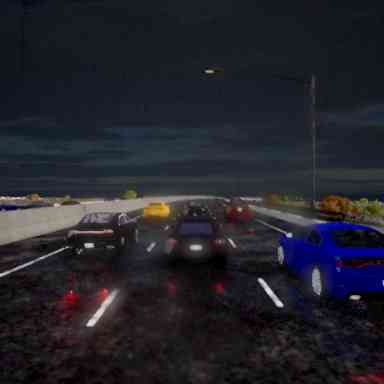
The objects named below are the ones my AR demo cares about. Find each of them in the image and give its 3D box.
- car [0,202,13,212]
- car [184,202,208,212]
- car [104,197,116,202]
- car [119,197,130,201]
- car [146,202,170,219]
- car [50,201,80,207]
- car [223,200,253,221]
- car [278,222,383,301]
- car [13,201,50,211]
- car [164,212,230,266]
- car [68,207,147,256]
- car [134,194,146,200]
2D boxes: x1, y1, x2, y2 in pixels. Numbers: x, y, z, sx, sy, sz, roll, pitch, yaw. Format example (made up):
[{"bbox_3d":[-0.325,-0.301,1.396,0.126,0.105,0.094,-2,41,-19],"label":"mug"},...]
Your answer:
[{"bbox_3d":[-20.698,1.779,36.745,1.895,1.301,4.718,0,0,1],"label":"car"},{"bbox_3d":[0.342,1.627,28.639,2.128,1.511,4.902,0,0,1],"label":"car"},{"bbox_3d":[-19.241,1.813,78.154,1.812,1.442,4.674,0,0,2],"label":"car"},{"bbox_3d":[-15.745,1.841,77.995,1.994,1.385,4.181,0,0,2],"label":"car"},{"bbox_3d":[-3.130,1.621,30.224,1.882,1.535,5.008,0,0,1],"label":"car"},{"bbox_3d":[-13.685,1.707,37.132,1.812,1.442,4.674,0,0,1],"label":"car"},{"bbox_3d":[3.839,1.486,28.381,2.097,1.767,4.553,0,0,1],"label":"car"},{"bbox_3d":[3.612,1.511,8.507,1.882,1.535,5.008,0,0,1],"label":"car"},{"bbox_3d":[-17.194,1.728,37.045,2.033,1.411,5.357,0,0,1],"label":"car"},{"bbox_3d":[0.140,1.612,11.763,1.994,1.385,4.181,0,0,0],"label":"car"},{"bbox_3d":[-3.346,1.545,13.323,2.128,1.511,4.902,0,0,1],"label":"car"},{"bbox_3d":[-12.213,1.470,78.641,2.150,2.045,5.566,0,0,2],"label":"car"}]
